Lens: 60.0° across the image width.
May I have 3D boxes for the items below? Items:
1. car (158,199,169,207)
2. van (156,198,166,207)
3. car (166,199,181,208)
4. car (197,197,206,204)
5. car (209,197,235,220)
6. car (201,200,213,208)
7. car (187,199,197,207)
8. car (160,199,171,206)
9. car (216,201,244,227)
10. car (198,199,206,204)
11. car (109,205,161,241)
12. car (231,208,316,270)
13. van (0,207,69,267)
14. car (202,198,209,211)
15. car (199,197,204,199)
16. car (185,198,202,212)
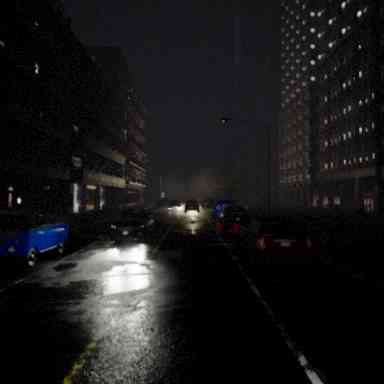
[{"bbox_3d":[-5.696,2.197,66.543,1.752,1.417,4.829,0,-1,0],"label":"car"},{"bbox_3d":[-5.694,1.956,61.192,1.690,1.788,3.998,0,-1,0],"label":"van"},{"bbox_3d":[-3.056,2.099,59.389,1.837,1.490,4.892,0,-1,1],"label":"car"},{"bbox_3d":[2.682,2.299,94.329,2.192,1.841,5.009,0,-1,0],"label":"car"},{"bbox_3d":[3.104,1.543,32.258,2.150,2.045,5.566,0,-1,0],"label":"car"},{"bbox_3d":[2.686,2.181,61.190,1.947,1.339,4.313,0,-1,0],"label":"car"},{"bbox_3d":[0.017,2.168,65.538,1.837,1.490,4.892,0,-2,1],"label":"car"},{"bbox_3d":[-5.696,2.300,72.235,1.947,1.339,4.313,0,-1,0],"label":"car"},{"bbox_3d":[3.137,1.721,25.225,1.882,1.535,5.008,0,-1,0],"label":"car"},{"bbox_3d":[2.683,2.488,88.803,1.947,1.339,4.313,0,-1,0],"label":"car"},{"bbox_3d":[-3.102,1.663,17.941,2.128,1.511,4.902,0,-1,0],"label":"car"},{"bbox_3d":[2.693,1.550,11.488,1.967,1.590,4.097,0,-1,0],"label":"car"},{"bbox_3d":[-5.688,1.450,11.489,1.690,1.788,3.998,0,-1,0],"label":"van"},{"bbox_3d":[2.688,2.050,50.145,2.008,1.369,4.403,0,-1,0],"label":"car"},{"bbox_3d":[2.687,1.872,55.671,2.192,1.841,5.009,0,-1,0],"label":"car"},{"bbox_3d":[0.020,1.932,45.540,1.882,1.535,5.008,0,-1,1],"label":"car"}]
